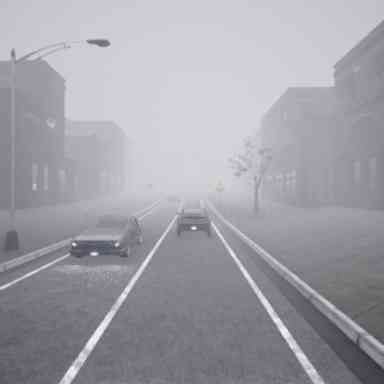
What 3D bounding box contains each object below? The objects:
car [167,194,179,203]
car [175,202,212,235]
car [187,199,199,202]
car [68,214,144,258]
[{"bbox_3d":[-3.056,0.971,54.159,1.895,1.301,4.718,0,3,1],"label":"car"},{"bbox_3d":[0.103,1.581,19.242,1.837,1.490,4.892,0,0,0],"label":"car"},{"bbox_3d":[0.109,1.493,37.645,2.033,1.411,5.357,0,1,0],"label":"car"},{"bbox_3d":[-3.100,1.598,13.210,2.033,1.411,5.357,0,0,0],"label":"car"}]
